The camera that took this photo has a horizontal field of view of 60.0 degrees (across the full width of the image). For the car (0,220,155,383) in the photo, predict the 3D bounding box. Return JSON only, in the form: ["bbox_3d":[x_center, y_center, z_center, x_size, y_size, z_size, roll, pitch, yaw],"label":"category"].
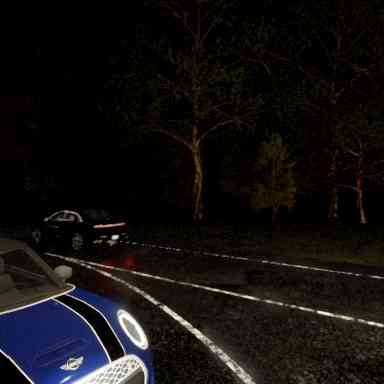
[{"bbox_3d":[-2.570,1.338,3.717,4.553,1.767,2.097,1,0,36],"label":"car"}]

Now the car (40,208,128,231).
[{"bbox_3d":[-4.750,1.430,13.685,4.902,1.511,2.128,0,0,37],"label":"car"}]
